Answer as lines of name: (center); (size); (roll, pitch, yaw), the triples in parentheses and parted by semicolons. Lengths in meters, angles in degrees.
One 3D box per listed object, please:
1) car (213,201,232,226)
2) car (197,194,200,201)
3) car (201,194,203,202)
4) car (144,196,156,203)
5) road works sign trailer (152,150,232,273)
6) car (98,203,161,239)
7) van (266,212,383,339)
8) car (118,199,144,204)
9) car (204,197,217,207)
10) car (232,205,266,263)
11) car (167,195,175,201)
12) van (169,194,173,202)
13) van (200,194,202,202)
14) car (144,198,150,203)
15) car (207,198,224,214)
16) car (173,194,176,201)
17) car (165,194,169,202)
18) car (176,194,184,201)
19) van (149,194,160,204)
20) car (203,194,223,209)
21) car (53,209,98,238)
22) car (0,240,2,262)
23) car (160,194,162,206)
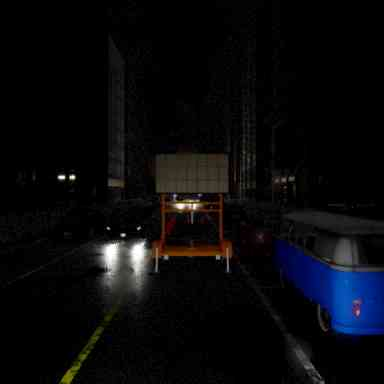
car: (2.777, 1.570, 23.187); (1.947, 1.339, 4.313); (0, 0, 0)
car: (2.806, 1.357, 73.670); (2.192, 1.841, 5.009); (0, 0, 0)
car: (2.790, 1.333, 45.624); (2.192, 1.841, 5.009); (0, 0, 0)
car: (-5.739, 1.540, 39.837); (1.752, 1.417, 4.829); (0, 0, 0)
road works sign trailer: (0.007, 0.465, 10.696); (2.380, 3.560, 2.880); (0, 0, 0)
car: (-3.088, 1.550, 17.594); (2.033, 1.411, 5.357); (0, 0, 0)
van: (2.768, 1.341, 6.360); (1.690, 1.788, 3.998); (0, 0, 0)
car: (-5.745, 1.558, 28.788); (2.008, 1.369, 4.403); (0, 0, 0)
car: (2.793, 1.548, 51.403); (1.752, 1.417, 4.829); (0, 0, 0)
car: (2.771, 1.441, 11.969); (1.967, 1.590, 4.097); (0, 0, 0)
car: (-5.710, 1.609, 90.492); (2.008, 1.369, 4.403); (0, 0, 0)
van: (-5.720, 1.383, 73.664); (1.690, 1.788, 3.998); (0, 0, 0)
van: (2.799, 1.373, 62.451); (1.690, 1.788, 3.998); (0, 0, 0)
car: (-5.742, 1.592, 34.398); (1.802, 1.307, 4.206); (0, 0, 0)
car: (2.783, 1.592, 34.406); (1.802, 1.307, 4.206); (0, 0, 0)
car: (-5.716, 1.362, 79.274); (2.192, 1.841, 5.009); (0, 0, 0)
car: (-5.729, 1.342, 56.836); (2.192, 1.841, 5.009); (0, 0, 0)
car: (-2.953, 1.556, 82.425); (1.837, 1.490, 4.892); (0, -1, 0)
van: (-5.735, 1.360, 45.617); (1.690, 1.788, 3.998); (0, 0, 0)
car: (2.787, 1.329, 40.015); (2.192, 1.841, 5.009); (0, 0, 0)
car: (-5.751, 1.568, 17.569); (1.947, 1.339, 4.313); (0, 0, 0)
car: (-5.757, 1.315, 6.350); (2.192, 1.841, 5.009); (0, 0, 0)
car: (-5.732, 1.463, 51.226); (1.967, 1.590, 4.097); (0, 0, 0)
